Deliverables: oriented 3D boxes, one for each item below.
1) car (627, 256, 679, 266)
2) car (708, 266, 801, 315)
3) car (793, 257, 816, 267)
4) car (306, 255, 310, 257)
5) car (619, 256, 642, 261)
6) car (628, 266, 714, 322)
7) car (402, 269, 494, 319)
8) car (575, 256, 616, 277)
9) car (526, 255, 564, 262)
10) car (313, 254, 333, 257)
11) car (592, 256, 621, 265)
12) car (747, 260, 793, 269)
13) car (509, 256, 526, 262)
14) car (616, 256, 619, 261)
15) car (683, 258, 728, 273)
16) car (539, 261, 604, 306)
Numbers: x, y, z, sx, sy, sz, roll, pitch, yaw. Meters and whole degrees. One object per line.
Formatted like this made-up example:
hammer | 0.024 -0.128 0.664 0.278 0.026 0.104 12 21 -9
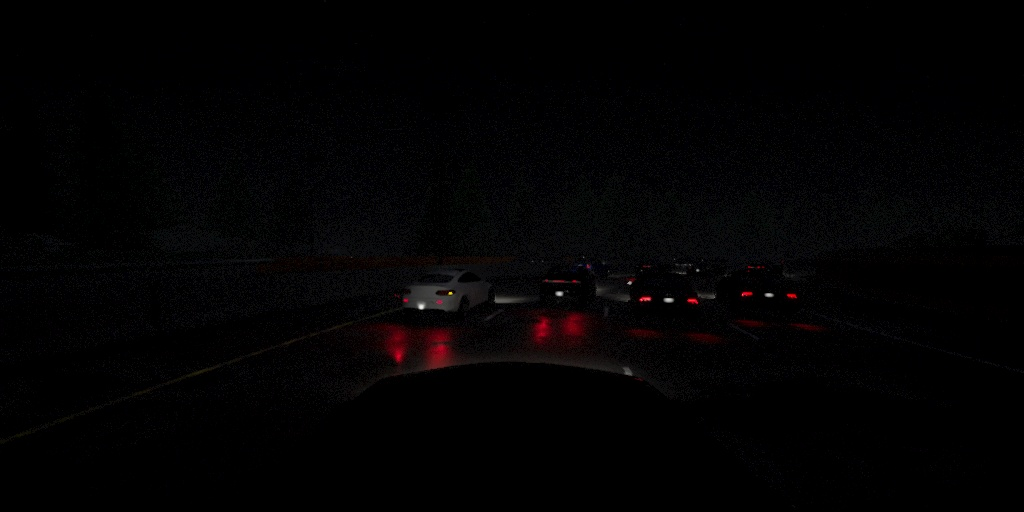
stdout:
car | 12.643 1.047 31.968 2.128 1.511 4.902 0 1 44
car | 9.182 1.293 13.822 2.033 1.411 5.357 1 1 22
car | 40.011 0.785 49.718 5.357 1.411 2.033 -1 1 -14
car | -30.266 0.399 54.925 1.812 1.442 4.674 1 1 -5
car | 19.002 0.748 53.764 4.892 1.490 1.837 -1 1 -26
car | 5.080 1.257 12.336 2.033 1.411 5.357 1 1 17
car | -2.006 1.148 12.254 1.812 1.442 4.674 0 1 13
car | 6.662 0.901 30.268 2.097 1.767 4.553 1 1 37
car | 4.325 0.712 43.457 4.553 1.767 2.097 0 1 -43
car | -26.498 0.495 51.989 2.033 1.411 5.357 1 1 -5
car | 15.810 0.685 60.101 4.674 1.442 1.812 0 1 -26
car | 21.842 1.084 30.819 4.902 1.511 2.128 -2 2 -37
car | 1.720 0.796 45.829 4.902 1.511 2.128 0 1 -43
car | 16.223 0.714 56.302 4.892 1.490 1.837 -1 1 -28
car | 17.022 1.132 31.282 4.181 1.385 1.994 -2 2 -42
car | 2.512 1.139 15.373 2.128 1.511 4.902 1 1 19
